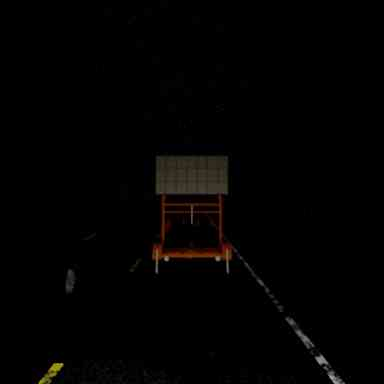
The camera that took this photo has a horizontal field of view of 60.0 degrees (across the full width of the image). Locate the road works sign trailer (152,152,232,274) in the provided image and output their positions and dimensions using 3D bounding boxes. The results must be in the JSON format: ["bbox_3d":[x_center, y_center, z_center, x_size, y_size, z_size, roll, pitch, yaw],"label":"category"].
[{"bbox_3d":[-0.003,0.520,10.724,2.380,3.560,2.880,0,0,-1],"label":"road works sign trailer"}]

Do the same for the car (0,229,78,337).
[{"bbox_3d":[-3.611,1.508,5.871,1.882,1.535,5.008,0,0,0],"label":"car"}]
